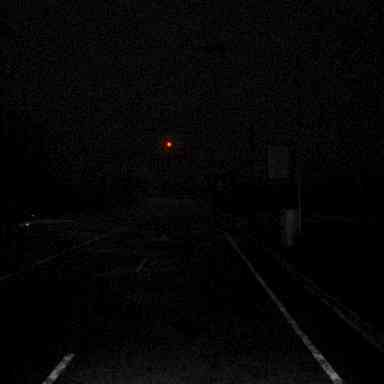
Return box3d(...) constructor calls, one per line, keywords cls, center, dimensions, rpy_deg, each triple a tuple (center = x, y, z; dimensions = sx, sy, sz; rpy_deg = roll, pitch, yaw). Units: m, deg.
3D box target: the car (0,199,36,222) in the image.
box3d(cls="car", center=(-16.524, 1.619, 28.774), dimensions=(5.566, 2.045, 2.150), rpy_deg=(2, -1, -2))
